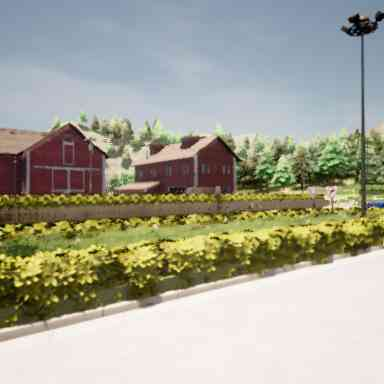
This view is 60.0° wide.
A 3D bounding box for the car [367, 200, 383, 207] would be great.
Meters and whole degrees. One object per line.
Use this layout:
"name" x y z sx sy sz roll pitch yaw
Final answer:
"car" 22.263 1.625 38.692 5.008 1.535 1.882 0 0 -39
